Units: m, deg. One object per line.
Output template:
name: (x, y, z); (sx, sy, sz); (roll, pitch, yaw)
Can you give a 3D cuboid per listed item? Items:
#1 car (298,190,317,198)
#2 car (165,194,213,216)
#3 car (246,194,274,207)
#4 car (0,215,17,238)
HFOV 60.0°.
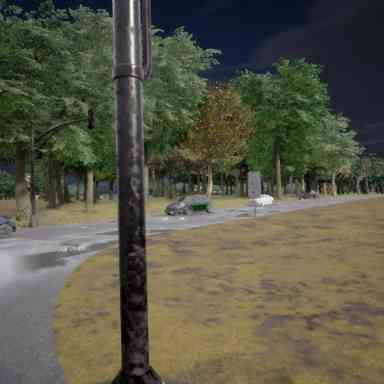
car: (17.904, 0.442, 51.524); (1.837, 1.490, 4.892); (-3, -1, 37)
car: (-0.244, 1.026, 27.840); (2.097, 1.767, 4.553); (-3, -1, 37)
car: (7.987, 0.991, 38.636); (1.812, 1.442, 4.674); (-3, -1, 37)
car: (-10.190, 1.510, 14.773); (1.994, 1.385, 4.181); (-3, -1, 37)
